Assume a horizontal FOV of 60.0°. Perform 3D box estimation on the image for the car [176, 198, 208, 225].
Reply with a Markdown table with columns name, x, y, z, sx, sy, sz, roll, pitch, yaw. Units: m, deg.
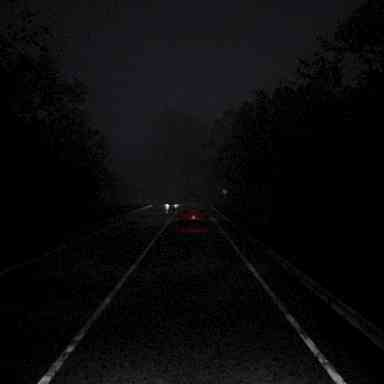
| name | x | y | z | sx | sy | sz | roll | pitch | yaw |
| --- | --- | --- | --- | --- | --- | --- | --- | --- | --- |
| car | 0.098 | 1.461 | 23.842 | 1.882 | 1.535 | 5.008 | 0 | 0 | 0 |

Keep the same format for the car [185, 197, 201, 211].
| name | x | y | z | sx | sy | sz | roll | pitch | yaw |
| --- | --- | --- | --- | --- | --- | --- | --- | --- | --- |
| car | 0.099 | 1.445 | 41.953 | 1.882 | 1.535 | 5.008 | 0 | 0 | 0 |

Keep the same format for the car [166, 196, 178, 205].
| name | x | y | z | sx | sy | sz | roll | pitch | yaw |
| --- | --- | --- | --- | --- | --- | --- | --- | --- | --- |
| car | -3.489 | 1.444 | 58.434 | 1.837 | 1.490 | 4.892 | -1 | 0 | -1 |
